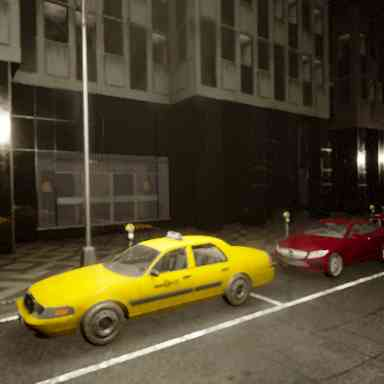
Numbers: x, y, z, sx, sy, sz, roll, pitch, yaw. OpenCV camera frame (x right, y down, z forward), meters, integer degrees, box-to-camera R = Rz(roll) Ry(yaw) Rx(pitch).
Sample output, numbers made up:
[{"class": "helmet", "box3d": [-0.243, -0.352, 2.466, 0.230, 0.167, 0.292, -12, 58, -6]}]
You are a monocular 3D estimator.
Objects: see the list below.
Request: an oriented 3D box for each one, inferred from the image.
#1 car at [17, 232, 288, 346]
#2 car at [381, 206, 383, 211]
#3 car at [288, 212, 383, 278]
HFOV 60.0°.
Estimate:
[{"class": "car", "box3d": [-0.538, 1.470, 6.240, 4.829, 1.417, 1.752, -1, 1, -35]}, {"class": "car", "box3d": [8.769, 1.051, 12.770, 5.009, 1.841, 2.192, -1, 1, -35]}, {"class": "car", "box3d": [4.188, 1.421, 9.555, 4.206, 1.307, 1.802, -1, 1, -35]}]
